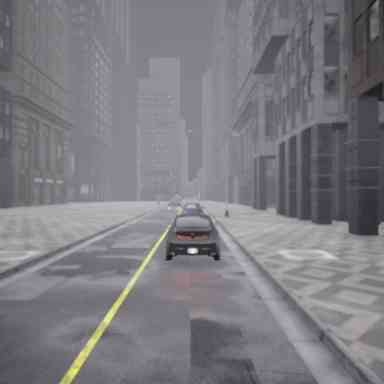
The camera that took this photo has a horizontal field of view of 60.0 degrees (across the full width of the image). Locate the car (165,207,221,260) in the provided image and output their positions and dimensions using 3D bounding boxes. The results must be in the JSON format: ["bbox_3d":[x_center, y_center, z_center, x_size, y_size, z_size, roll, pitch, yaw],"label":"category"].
[{"bbox_3d":[0.041,1.548,12.612,1.837,1.490,4.892,0,0,0],"label":"car"}]

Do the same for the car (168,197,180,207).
[{"bbox_3d":[-3.078,1.723,57.929,2.097,1.767,4.553,0,-1,0],"label":"car"}]

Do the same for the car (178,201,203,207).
[{"bbox_3d":[0.040,1.644,28.305,1.812,1.442,4.674,0,0,0],"label":"car"}]
